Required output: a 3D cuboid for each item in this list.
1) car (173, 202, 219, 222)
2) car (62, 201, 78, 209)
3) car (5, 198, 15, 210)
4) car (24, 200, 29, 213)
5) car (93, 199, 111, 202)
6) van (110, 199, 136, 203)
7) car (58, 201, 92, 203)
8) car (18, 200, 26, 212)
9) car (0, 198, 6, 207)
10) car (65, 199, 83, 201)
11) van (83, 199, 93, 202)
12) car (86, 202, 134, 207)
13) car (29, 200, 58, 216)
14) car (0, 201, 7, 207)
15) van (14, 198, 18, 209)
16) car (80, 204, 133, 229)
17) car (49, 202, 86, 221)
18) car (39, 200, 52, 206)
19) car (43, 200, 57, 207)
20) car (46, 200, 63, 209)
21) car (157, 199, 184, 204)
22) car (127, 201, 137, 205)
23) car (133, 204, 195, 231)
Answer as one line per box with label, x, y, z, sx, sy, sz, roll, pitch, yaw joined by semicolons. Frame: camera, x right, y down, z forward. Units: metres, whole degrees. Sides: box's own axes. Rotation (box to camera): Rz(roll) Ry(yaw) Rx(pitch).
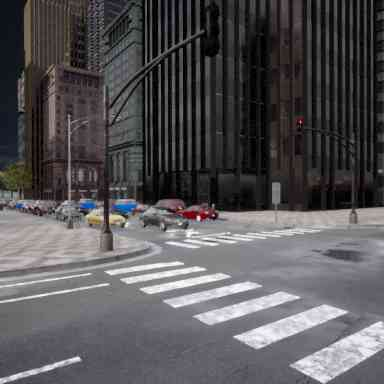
car;0.483;1.828;29.422;1.887;1.381;4.507;-1;0;-36
car;-22.858;2.407;62.134;1.802;1.307;4.206;-1;0;-36
car;-32.110;2.354;60.419;1.967;1.590;4.097;-1;0;-36
car;-20.654;2.196;44.365;1.887;1.381;4.507;-1;0;-36
car;-11.321;1.875;46.001;2.192;1.841;5.009;-1;0;-36
van;-8.372;1.832;41.856;1.690;1.788;3.998;-1;0;-36
car;-13.906;2.081;39.523;2.033;1.411;5.357;0;-1;-35
car;-23.493;2.157;48.342;1.967;1.590;4.097;-1;0;-36
car;-41.478;2.667;73.553;1.887;1.381;4.507;-1;0;-36
car;-19.411;2.060;52.729;2.097;1.767;4.553;0;-1;-36
van;-17.220;2.037;54.290;1.690;1.788;3.998;-1;0;-36
car;-7.738;1.937;30.862;2.033;1.411;5.357;0;-1;-36
car;-17.821;1.901;40.388;2.192;1.841;5.009;-1;0;-36
car;-44.599;2.771;77.930;1.802;1.307;4.206;-1;0;-36
van;-26.333;2.123;52.320;1.690;1.788;3.998;-1;0;-36
car;-6.367;1.843;24.340;1.752;1.417;4.829;-1;0;-36
car;-12.140;2.004;32.433;2.008;1.369;4.403;-1;0;-36
car;-34.944;2.660;79.074;1.947;1.339;4.313;-1;0;-36
car;-31.921;2.595;74.838;1.947;1.339;4.313;-1;0;-36
car;-25.120;2.316;60.726;1.882;1.535;5.008;0;-1;-35
car;-2.472;1.668;33.567;2.192;1.841;5.009;-1;0;-36
car;-5.416;2.004;37.711;1.802;1.307;4.206;-1;0;-36
car;-2.059;1.782;22.928;1.812;1.442;4.674;0;-1;-34
